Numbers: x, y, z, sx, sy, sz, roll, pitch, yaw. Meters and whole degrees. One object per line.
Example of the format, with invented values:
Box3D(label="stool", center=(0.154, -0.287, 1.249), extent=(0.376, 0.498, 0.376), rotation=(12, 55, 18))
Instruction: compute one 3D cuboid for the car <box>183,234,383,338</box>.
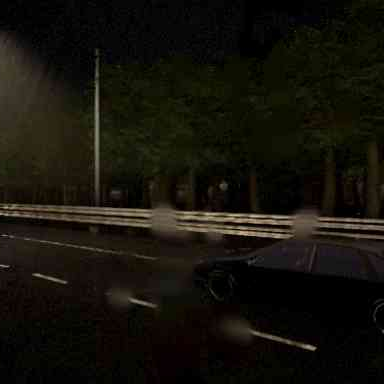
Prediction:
Box3D(label="car", center=(2.429, 1.548, 6.434), extent=(5.357, 1.411, 2.033), rotation=(0, 0, 36))
